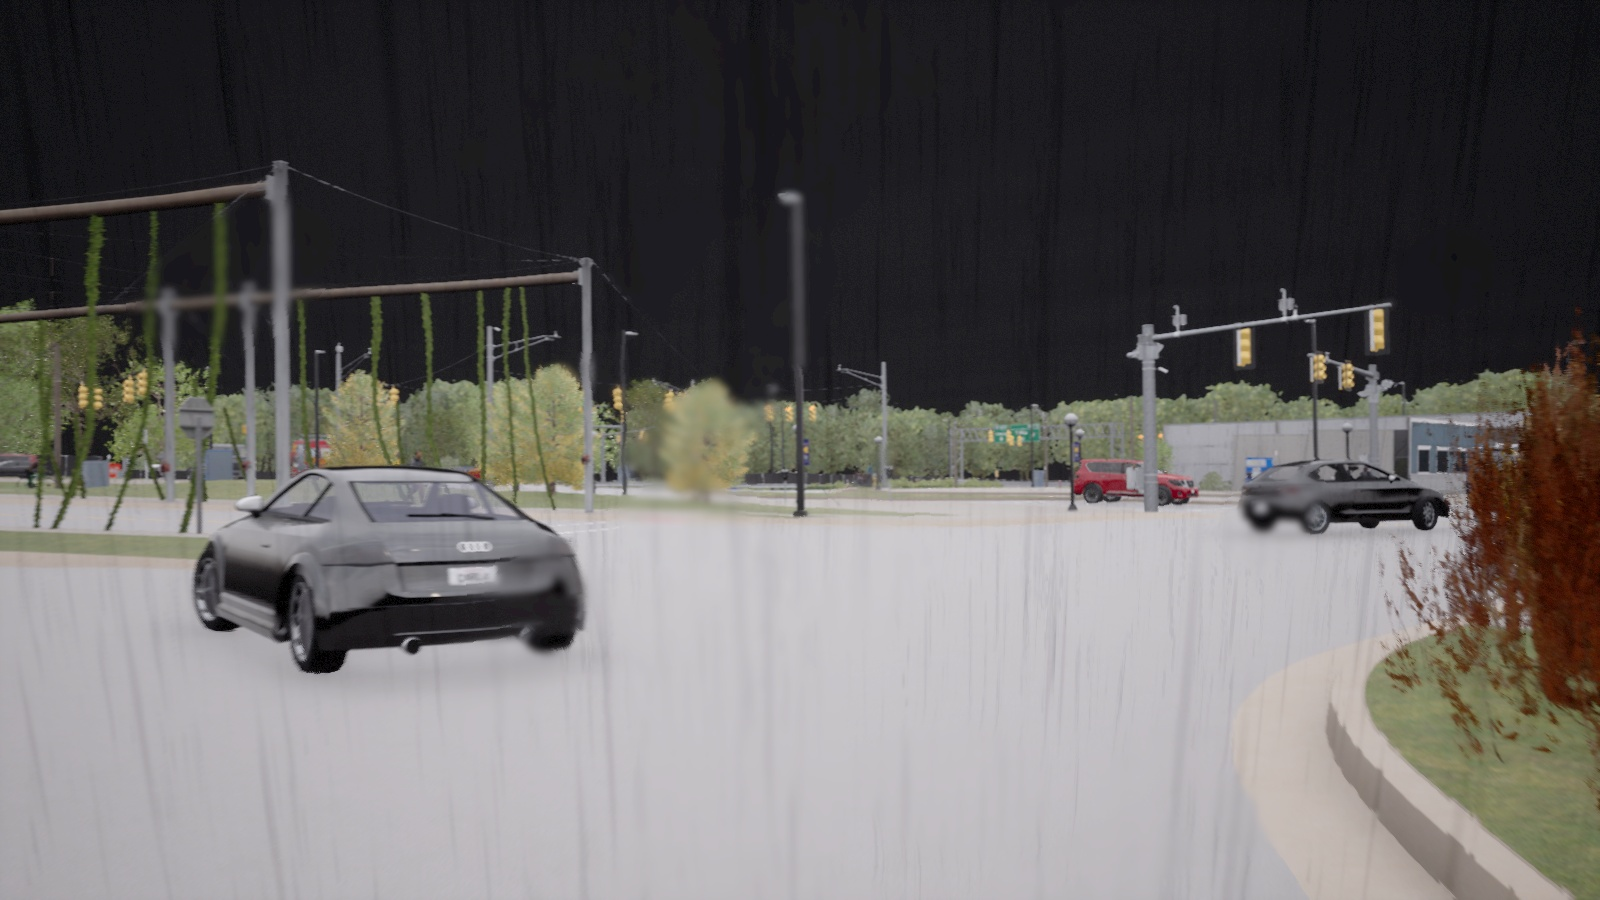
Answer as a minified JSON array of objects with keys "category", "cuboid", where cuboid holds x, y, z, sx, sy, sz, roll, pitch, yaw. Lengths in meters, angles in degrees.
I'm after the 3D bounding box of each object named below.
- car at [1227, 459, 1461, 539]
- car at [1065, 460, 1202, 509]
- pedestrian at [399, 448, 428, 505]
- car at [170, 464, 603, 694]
[{"category":"car","cuboid":[11.036,0.962,25.503,4.193,1.474,1.816,-1,-1,-19]},{"category":"car","cuboid":[15.040,1.509,56.821,5.566,2.045,2.150,1,0,40]},{"category":"pedestrian","cuboid":[-12.660,0.870,41.116,0.694,1.848,0.540,-1,-1,18]},{"category":"car","cuboid":[-3.443,0.819,9.902,1.994,1.385,4.181,1,-1,-37]}]
